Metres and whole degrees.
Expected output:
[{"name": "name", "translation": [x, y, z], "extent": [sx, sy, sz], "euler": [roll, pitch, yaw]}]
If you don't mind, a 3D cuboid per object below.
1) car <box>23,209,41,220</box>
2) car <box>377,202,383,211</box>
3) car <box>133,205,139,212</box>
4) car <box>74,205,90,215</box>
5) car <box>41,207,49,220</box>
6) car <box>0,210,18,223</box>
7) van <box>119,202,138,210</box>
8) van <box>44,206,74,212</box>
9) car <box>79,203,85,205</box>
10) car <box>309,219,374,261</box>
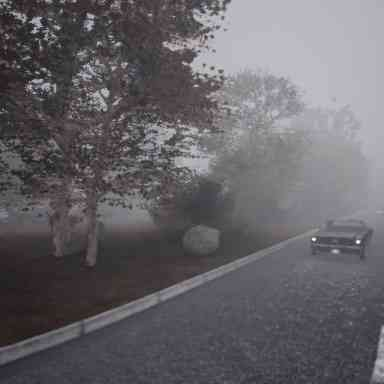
[{"name": "car", "translation": [-23.198, 3.156, 44.986], "extent": [5.008, 1.535, 2.097], "euler": [-1, -1, 32]}, {"name": "car", "translation": [28.727, 2.164, 49.508], "extent": [1.994, 1.385, 4.181], "euler": [-1, -1, 32]}, {"name": "car", "translation": [-11.439, 3.358, 63.820], "extent": [4.892, 1.521, 2.231], "euler": [-1, -1, 32]}, {"name": "car", "translation": [-17.344, 3.286, 54.418], "extent": [4.792, 1.488, 2.163], "euler": [-1, -1, 32]}, {"name": "car", "translation": [-21.727, 3.221, 47.341], "extent": [4.674, 1.452, 2.002], "euler": [-1, -1, 32]}, {"name": "car", "translation": [-24.664, 3.171, 42.629], "extent": [4.674, 1.452, 2.002], "euler": [-1, -1, 32]}, {"name": "van", "translation": [-15.685, 3.419, 81.966], "extent": [4.442, 1.987, 1.878], "euler": [-1, -1, 32]}, {"name": "van", "translation": [-20.159, 2.978, 49.636], "extent": [4.442, 1.987, 1.878], "euler": [-1, -1, 32]}, {"name": "car", "translation": [-23.029, 3.266, 70.023], "extent": [5.566, 2.045, 2.435], "euler": [-1, -1, 32]}, {"name": "car", "translation": [6.161, 1.799, 13.484], "extent": [1.895, 1.301, 4.718], "euler": [-1, -1, 32]}]
